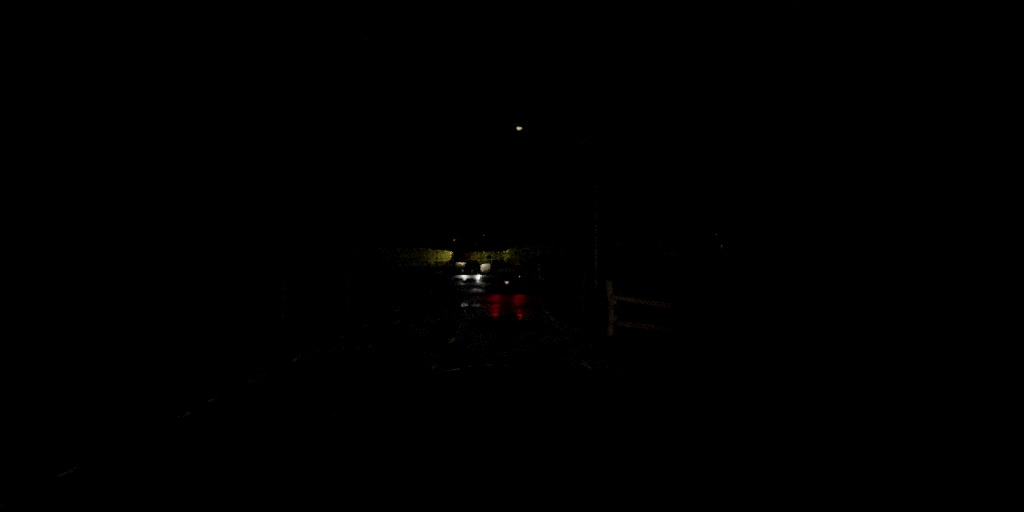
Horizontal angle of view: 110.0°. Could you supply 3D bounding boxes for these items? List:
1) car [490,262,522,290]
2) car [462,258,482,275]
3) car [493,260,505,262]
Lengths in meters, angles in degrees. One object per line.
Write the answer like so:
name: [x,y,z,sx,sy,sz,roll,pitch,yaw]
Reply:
car: [-0.377,1.272,22.119,1.812,1.442,4.674,0,0,-2]
car: [-4.294,1.262,38.906,1.837,1.490,4.892,0,0,-4]
car: [-1.542,1.231,41.539,1.882,1.535,5.008,0,0,-4]
